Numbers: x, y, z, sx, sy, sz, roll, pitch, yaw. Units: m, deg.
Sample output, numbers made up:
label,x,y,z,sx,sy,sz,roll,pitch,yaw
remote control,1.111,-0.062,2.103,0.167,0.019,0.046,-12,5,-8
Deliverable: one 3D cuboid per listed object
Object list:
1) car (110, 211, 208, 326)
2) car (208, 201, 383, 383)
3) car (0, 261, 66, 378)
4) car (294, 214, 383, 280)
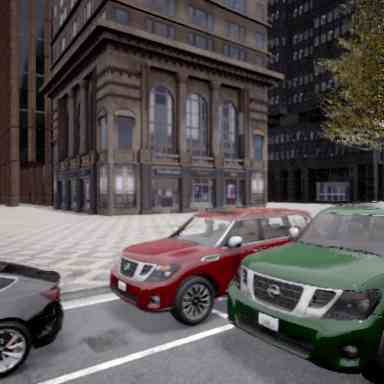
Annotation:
label,x,y,z,sx,sy,sz,roll,pitch,yaw
car,0.836,1.309,7.247,5.009,1.841,2.192,0,0,-36
car,3.170,1.214,5.640,5.566,2.045,2.150,0,0,-36
car,-3.785,1.568,3.949,4.313,1.339,1.947,0,0,-36
car,5.458,1.538,10.544,4.403,1.369,2.008,0,0,-36
